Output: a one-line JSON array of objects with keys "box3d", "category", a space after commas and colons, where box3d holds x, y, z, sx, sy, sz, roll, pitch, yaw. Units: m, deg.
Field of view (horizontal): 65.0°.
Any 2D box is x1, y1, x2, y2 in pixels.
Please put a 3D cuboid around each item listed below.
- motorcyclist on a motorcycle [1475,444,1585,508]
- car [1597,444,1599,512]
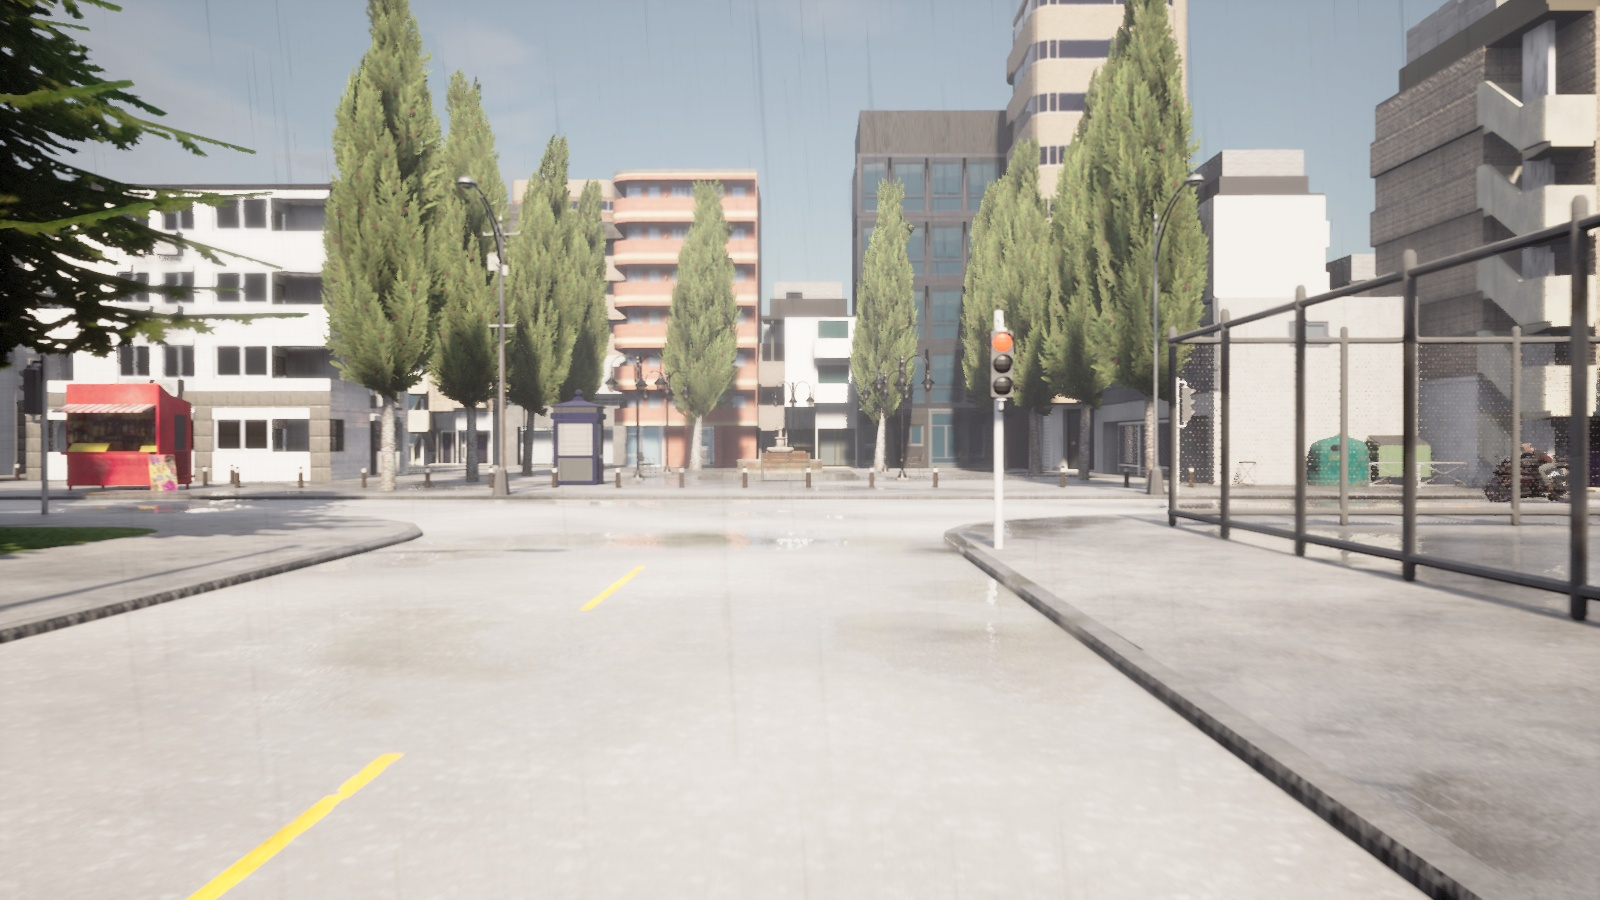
[{"box3d": [17.868, 0.622, 30.768, 2.191, 1.530, 0.866, 0, 0, 0], "category": "motorcyclist on a motorcycle"}, {"box3d": [19.384, 0.625, 26.763, 3.633, 1.501, 1.845, 0, 0, 0], "category": "car"}]
